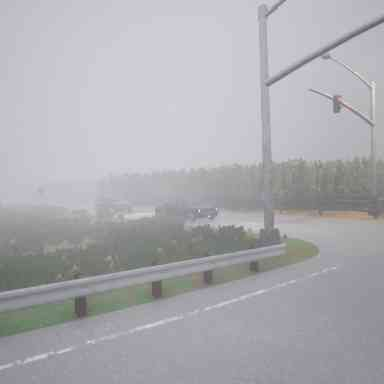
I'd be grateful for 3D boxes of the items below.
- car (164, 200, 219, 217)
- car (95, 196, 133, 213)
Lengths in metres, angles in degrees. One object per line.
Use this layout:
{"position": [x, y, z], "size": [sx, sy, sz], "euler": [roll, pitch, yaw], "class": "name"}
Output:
{"position": [-0.405, 1.185, 21.994], "size": [1.895, 1.301, 4.718], "euler": [-3, 2, -41], "class": "car"}
{"position": [-7.071, 1.128, 29.795], "size": [1.837, 1.490, 4.892], "euler": [-3, 2, -40], "class": "car"}
